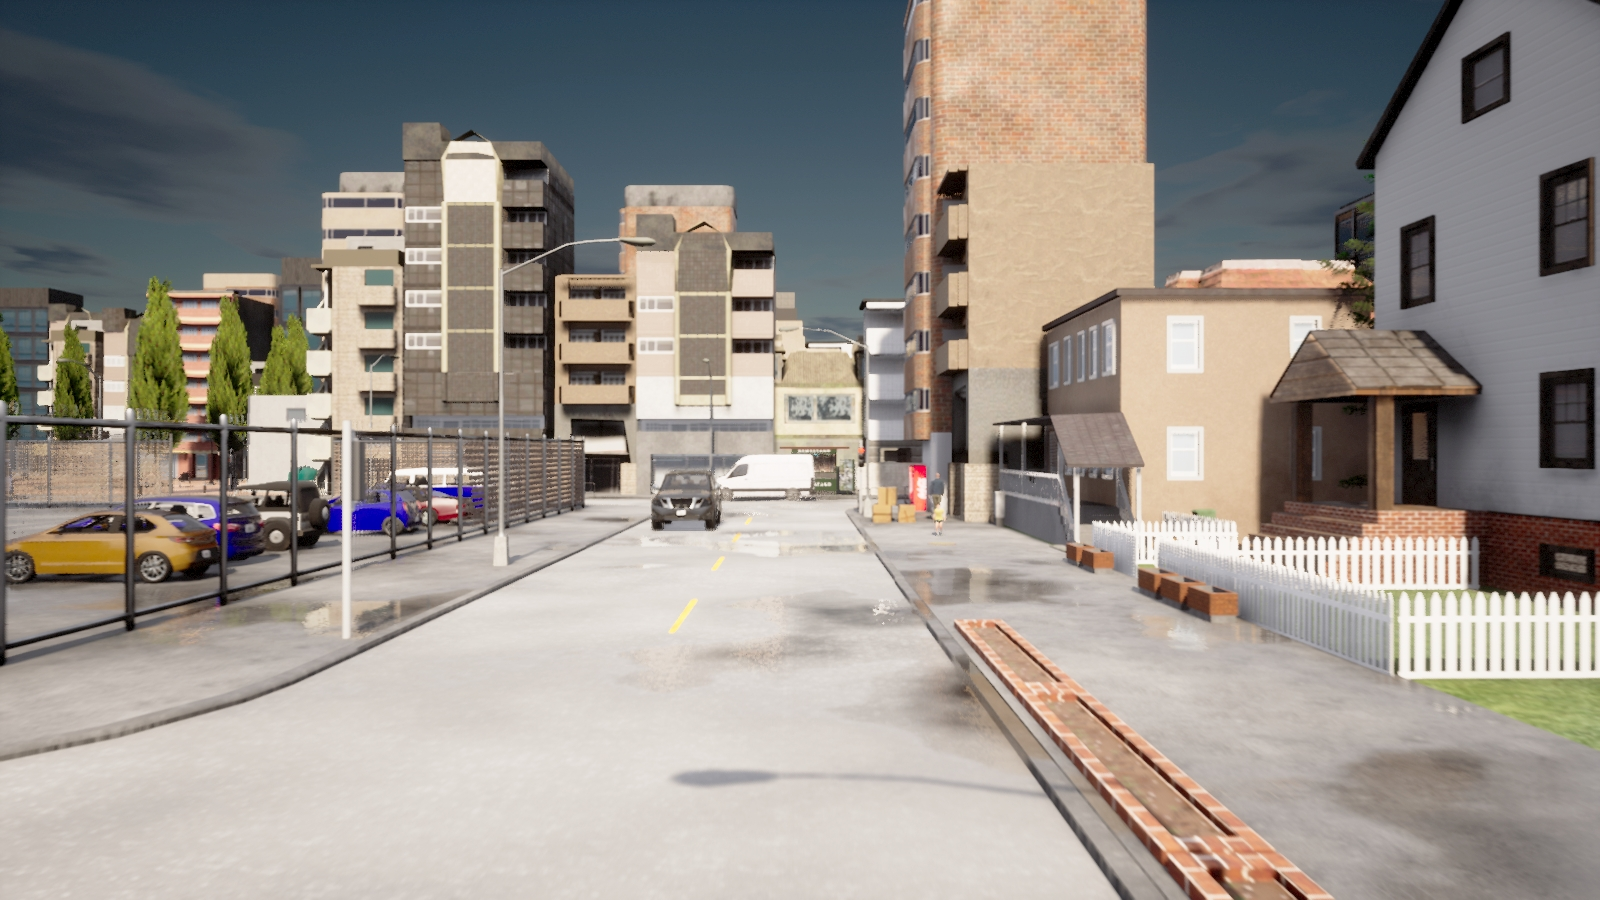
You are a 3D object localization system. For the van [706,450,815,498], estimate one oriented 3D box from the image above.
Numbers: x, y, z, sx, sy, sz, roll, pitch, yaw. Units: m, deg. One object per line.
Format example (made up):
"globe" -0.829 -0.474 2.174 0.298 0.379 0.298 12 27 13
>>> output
"van" -2.118 1.309 62.999 5.915 2.561 1.988 0 0 0

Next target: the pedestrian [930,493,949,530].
"pedestrian" 4.338 1.902 35.538 0.500 1.100 0.500 0 0 16

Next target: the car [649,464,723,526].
"car" -4.038 1.556 41.461 2.150 2.045 5.566 0 0 0

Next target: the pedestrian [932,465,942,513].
"pedestrian" 5.307 1.512 44.187 0.375 1.860 0.375 0 0 6

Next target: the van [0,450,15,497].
"van" -46.883 1.308 62.966 5.915 2.561 1.988 0 0 0
